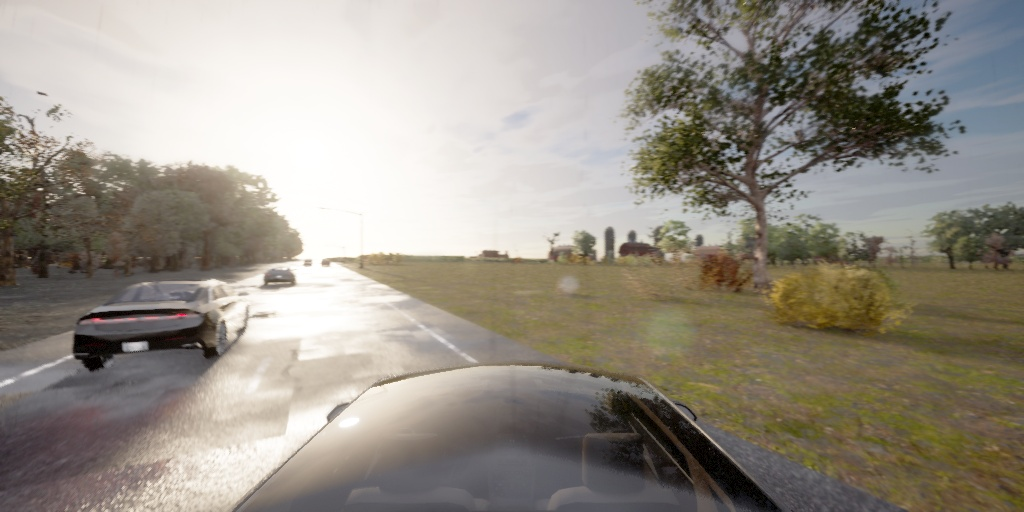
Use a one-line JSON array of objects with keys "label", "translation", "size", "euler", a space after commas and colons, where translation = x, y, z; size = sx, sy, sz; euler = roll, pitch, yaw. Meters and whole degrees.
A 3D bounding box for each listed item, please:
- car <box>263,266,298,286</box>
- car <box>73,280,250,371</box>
[{"label": "car", "translation": [-17.452, 1.430, 27.181], "size": [1.994, 1.385, 4.181], "euler": [0, 0, -28]}, {"label": "car", "translation": [-7.256, 1.275, 7.974], "size": [2.128, 1.511, 4.902], "euler": [0, 0, -28]}]
